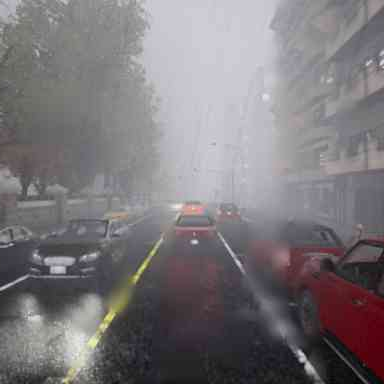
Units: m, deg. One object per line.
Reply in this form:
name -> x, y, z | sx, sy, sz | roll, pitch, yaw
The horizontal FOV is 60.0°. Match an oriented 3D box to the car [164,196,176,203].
car -> -5.673, 1.812, 80.801 | 2.192, 1.841, 5.009 | 0, 0, 0

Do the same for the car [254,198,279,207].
car -> 14.632, 1.975, 64.222 | 5.009, 1.841, 2.192 | 1, -1, 0

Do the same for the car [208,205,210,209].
car -> 2.698, 1.745, 31.602 | 1.947, 1.339, 4.313 | 0, 0, 0

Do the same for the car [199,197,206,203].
car -> 2.710, 2.062, 86.503 | 1.752, 1.417, 4.829 | 0, 0, 0

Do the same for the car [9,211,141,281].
car -> -3.096, 1.547, 10.141 | 2.128, 1.511, 4.902 | 0, 0, 0

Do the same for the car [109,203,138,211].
car -> -5.685, 1.670, 25.804 | 1.752, 1.417, 4.829 | 0, 0, 0

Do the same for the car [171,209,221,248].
car -> 0.104, 1.685, 15.315 | 1.895, 1.301, 4.718 | 0, 0, 0

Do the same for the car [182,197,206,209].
car -> 0.108, 1.538, 32.529 | 2.097, 1.767, 4.553 | 0, 0, 0

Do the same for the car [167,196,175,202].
car -> -5.669, 2.015, 91.871 | 1.967, 1.590, 4.097 | 0, 0, 0

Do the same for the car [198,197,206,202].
car -> 2.712, 2.119, 91.868 | 1.887, 1.381, 4.507 | 0, 0, 0

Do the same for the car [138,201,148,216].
car -> -5.683, 1.730, 31.604 | 2.008, 1.369, 4.403 | 0, 0, 0

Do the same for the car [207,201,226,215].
car -> 2.698, 1.741, 37.404 | 1.752, 1.417, 4.829 | 0, 0, 0

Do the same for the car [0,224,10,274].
car -> -5.688, 1.601, 9.083 | 2.008, 1.369, 4.403 | 0, 0, 0

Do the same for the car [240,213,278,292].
car -> 2.692, 1.490, 9.082 | 1.967, 1.590, 4.097 | 0, 0, 0

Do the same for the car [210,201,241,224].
car -> 2.695, 1.586, 25.972 | 1.967, 1.590, 4.097 | 0, 0, 0

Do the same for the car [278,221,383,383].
car -> 2.689, 1.335, 3.452 | 2.192, 1.841, 5.009 | 0, 0, 0

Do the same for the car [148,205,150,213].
car -> -5.682, 1.739, 37.064 | 1.752, 1.417, 4.829 | 0, 0, 0
